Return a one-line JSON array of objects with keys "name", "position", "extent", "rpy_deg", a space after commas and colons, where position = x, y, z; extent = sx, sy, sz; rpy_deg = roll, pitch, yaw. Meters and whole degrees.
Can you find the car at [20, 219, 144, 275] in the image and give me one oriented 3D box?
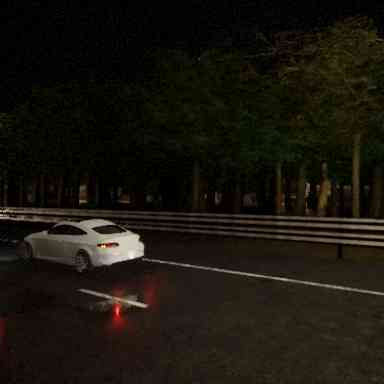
[{"name": "car", "position": [-3.613, 1.600, 10.706], "extent": [4.674, 1.442, 1.812], "rpy_deg": [-1, 0, 34]}]
